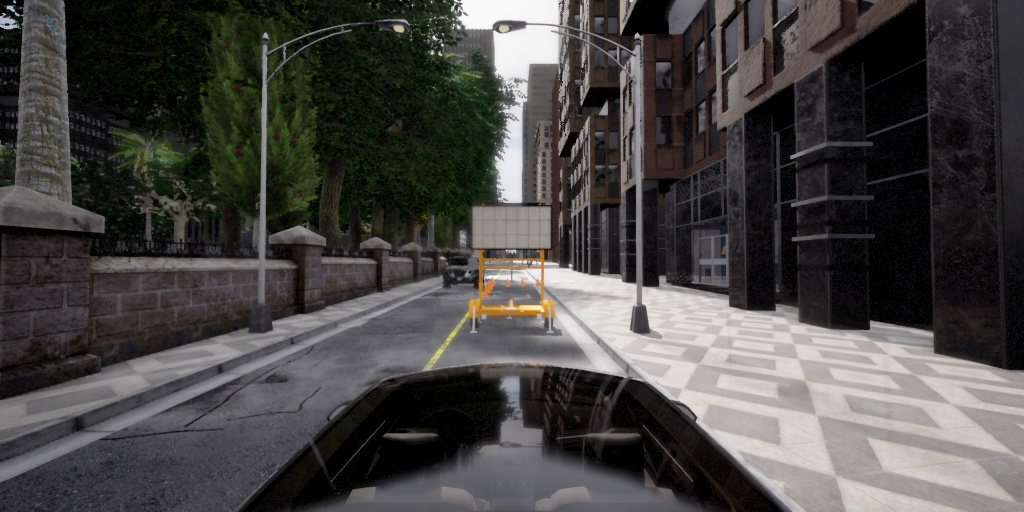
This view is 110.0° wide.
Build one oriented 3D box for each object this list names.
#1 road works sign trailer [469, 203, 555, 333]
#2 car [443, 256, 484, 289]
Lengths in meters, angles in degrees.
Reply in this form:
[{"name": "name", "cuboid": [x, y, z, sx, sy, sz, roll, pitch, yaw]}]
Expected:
[{"name": "road works sign trailer", "cuboid": [-0.008, 0.221, 10.735, 2.380, 3.560, 2.880, 0, 0, 0]}, {"name": "car", "cuboid": [-3.025, 0.996, 23.411, 2.150, 2.045, 5.566, 0, 0, 0]}]
